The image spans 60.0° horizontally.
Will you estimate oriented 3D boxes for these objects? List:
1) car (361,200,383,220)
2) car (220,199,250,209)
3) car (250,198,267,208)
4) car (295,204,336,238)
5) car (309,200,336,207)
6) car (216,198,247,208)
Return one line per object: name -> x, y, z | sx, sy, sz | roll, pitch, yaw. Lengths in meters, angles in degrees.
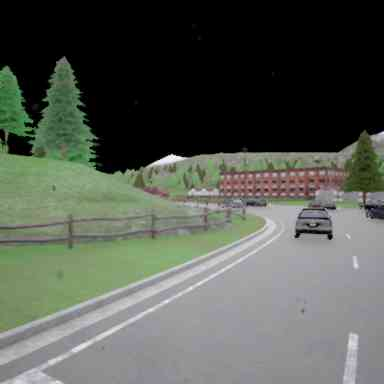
car -> 15.944, 1.671, 26.774 | 2.033, 1.411, 5.357 | 0, 0, 6
car -> 5.940, 1.736, 47.715 | 1.812, 1.442, 4.674 | 1, 0, -23
car -> 10.183, 1.733, 54.669 | 2.128, 1.511, 4.902 | 1, -1, -29
car -> 6.660, 1.630, 18.267 | 2.033, 1.411, 5.357 | 0, 0, 20
car -> 17.685, 1.770, 45.569 | 1.994, 1.385, 4.181 | 0, 0, -16
car -> 6.432, 1.787, 54.498 | 2.033, 1.411, 5.357 | 0, 0, -33
